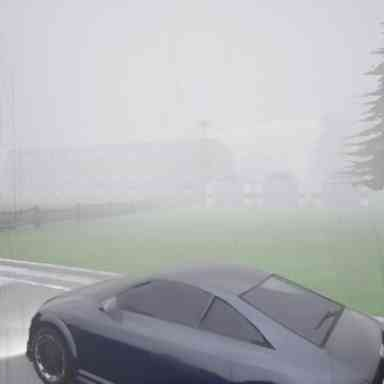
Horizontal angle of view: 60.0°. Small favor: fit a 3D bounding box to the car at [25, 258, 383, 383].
[{"bbox_3d":[-0.052,1.529,3.923,4.181,1.385,1.994,0,0,33],"label":"car"}]
